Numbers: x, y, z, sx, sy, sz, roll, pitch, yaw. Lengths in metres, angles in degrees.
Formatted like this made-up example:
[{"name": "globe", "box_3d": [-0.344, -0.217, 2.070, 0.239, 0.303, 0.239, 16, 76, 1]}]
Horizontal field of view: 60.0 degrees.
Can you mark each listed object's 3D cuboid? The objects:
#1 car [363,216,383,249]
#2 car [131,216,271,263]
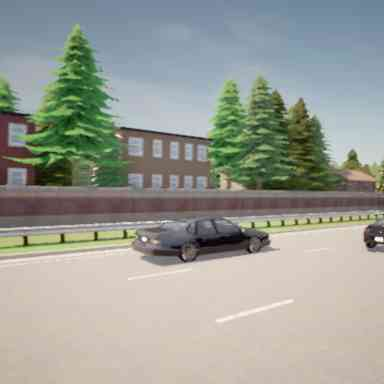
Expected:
[{"name": "car", "box_3d": [9.011, 1.662, 14.014, 4.674, 1.442, 1.812, 1, 0, -36]}, {"name": "car", "box_3d": [0.499, 1.598, 12.214, 5.357, 1.411, 2.033, 1, 0, -35]}]
